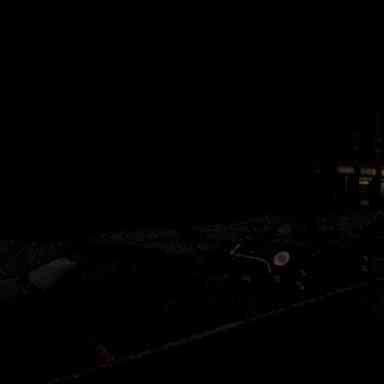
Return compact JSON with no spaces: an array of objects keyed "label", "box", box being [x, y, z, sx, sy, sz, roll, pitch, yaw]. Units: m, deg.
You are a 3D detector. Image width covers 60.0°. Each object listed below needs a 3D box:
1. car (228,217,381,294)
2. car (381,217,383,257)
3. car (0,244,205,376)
[{"label":"car","box":[2.861,1.430,8.687,4.097,1.590,1.967,0,0,-36]},{"label":"car","box":[7.420,1.548,11.942,4.313,1.339,1.947,0,0,-36]},{"label":"car","box":[-1.700,1.580,5.434,4.206,1.307,1.802,0,0,-36]}]
